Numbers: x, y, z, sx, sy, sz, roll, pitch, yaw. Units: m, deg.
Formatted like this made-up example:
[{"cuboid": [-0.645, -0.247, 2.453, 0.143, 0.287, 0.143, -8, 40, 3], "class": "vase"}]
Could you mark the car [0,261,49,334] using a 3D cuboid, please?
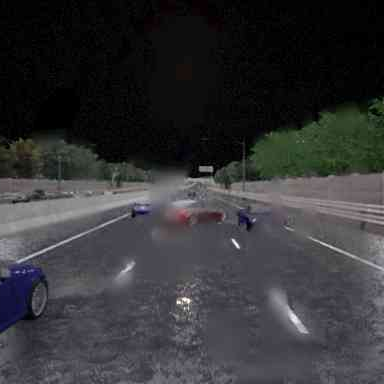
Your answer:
[{"cuboid": [-3.501, 1.469, 4.136, 1.812, 1.442, 4.674, 0, 1, 0], "class": "car"}]

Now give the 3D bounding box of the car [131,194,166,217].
[{"cuboid": [-3.507, 1.130, 26.165, 2.163, 1.488, 4.792, 0, 1, 0], "class": "car"}]

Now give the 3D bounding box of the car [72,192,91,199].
[{"cuboid": [-17.574, 0.701, 53.164, 2.128, 1.511, 4.902, 0, 1, 0], "class": "car"}]

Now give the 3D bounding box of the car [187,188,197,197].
[{"cuboid": [-0.022, 0.322, 76.610, 1.837, 1.490, 4.892, 0, 1, 0], "class": "car"}]

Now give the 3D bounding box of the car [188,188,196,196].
[{"cuboid": [-0.025, -0.132, 86.728, 2.150, 2.045, 5.566, 0, 1, 0], "class": "car"}]

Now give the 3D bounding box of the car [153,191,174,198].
[{"cuboid": [-3.511, 0.815, 37.102, 2.097, 1.767, 4.553, 0, 1, 0], "class": "car"}]

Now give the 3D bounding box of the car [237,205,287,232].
[{"cuboid": [3.595, 1.345, 18.100, 1.895, 1.301, 4.718, 0, 1, 0], "class": "car"}]

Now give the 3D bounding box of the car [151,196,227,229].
[{"cuboid": [0.206, 1.225, 19.659, 2.163, 1.488, 4.792, 1, 1, 39], "class": "car"}]

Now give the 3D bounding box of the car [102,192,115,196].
[{"cuboid": [-14.057, 0.684, 56.335, 1.812, 1.442, 4.674, 0, 1, 1], "class": "car"}]

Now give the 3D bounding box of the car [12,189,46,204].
[{"cuboid": [-21.078, 0.590, 43.339, 2.150, 2.045, 5.566, 0, 1, 0], "class": "car"}]
